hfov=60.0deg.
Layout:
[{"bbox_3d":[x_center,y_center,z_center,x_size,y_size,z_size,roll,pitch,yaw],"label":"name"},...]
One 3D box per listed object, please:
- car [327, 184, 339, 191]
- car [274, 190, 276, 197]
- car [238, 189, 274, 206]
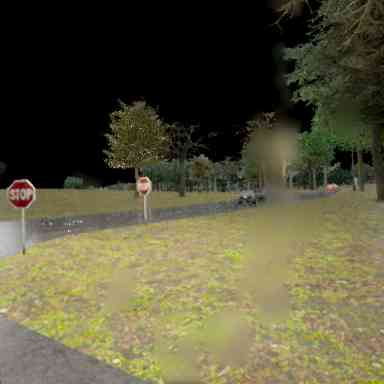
[{"bbox_3d":[35.556,-1.314,84.063,2.097,1.767,4.553,-3,0,35],"label":"car"},{"bbox_3d":[13.041,0.231,57.524,2.128,1.511,4.902,-3,1,35],"label":"car"},{"bbox_3d":[6.713,0.482,35.964,2.097,1.767,4.553,-3,0,35],"label":"car"}]
